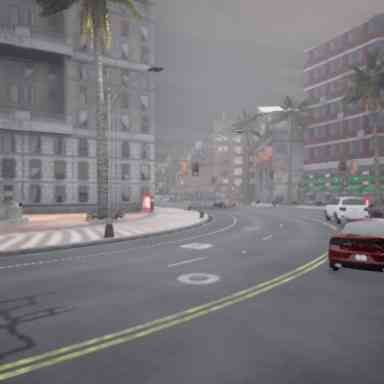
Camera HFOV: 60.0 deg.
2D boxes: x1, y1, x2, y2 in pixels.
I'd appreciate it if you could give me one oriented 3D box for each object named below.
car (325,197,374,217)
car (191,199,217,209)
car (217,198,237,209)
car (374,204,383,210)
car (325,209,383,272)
[{"bbox_3d":[12.256,1.414,26.649,2.150,2.045,5.566,0,0,10],"label":"car"},{"bbox_3d":[1.597,2.050,51.903,1.895,1.301,4.718,0,-1,-25],"label":"car"},{"bbox_3d":[5.169,1.791,52.424,2.097,1.767,4.553,0,0,-24],"label":"car"},{"bbox_3d":[15.702,1.669,26.505,2.128,1.511,4.902,0,0,9],"label":"car"},{"bbox_3d":[5.829,1.552,10.647,1.882,1.535,5.008,-1,0,36],"label":"car"}]
